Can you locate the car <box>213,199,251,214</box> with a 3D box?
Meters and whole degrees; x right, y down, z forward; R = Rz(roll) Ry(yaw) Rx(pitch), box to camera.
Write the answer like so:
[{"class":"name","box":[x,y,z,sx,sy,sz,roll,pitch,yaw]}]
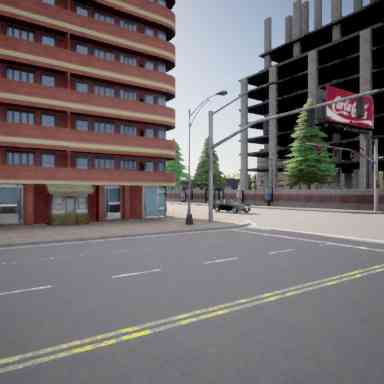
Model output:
[{"class":"car","box":[4.209,1.491,35.904,2.128,1.511,4.902,0,0,-35]}]
